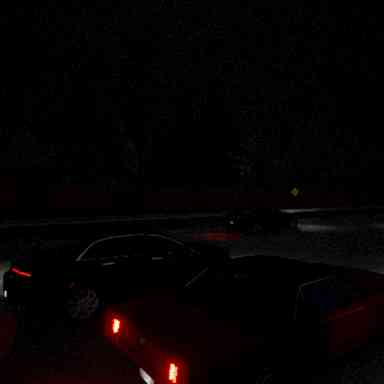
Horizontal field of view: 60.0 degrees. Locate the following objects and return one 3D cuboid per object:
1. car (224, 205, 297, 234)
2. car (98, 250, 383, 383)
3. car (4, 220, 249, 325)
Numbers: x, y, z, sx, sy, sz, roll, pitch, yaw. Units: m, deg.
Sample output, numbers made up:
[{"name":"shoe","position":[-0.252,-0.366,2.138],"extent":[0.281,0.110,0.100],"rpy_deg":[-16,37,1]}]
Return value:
[{"name":"car","position":[4.185,1.524,19.744],"extent":[5.008,1.535,1.882],"rpy_deg":[0,0,-36]},{"name":"car","position":[1.343,1.612,4.721],"extent":[4.718,1.301,1.895],"rpy_deg":[0,0,-36]},{"name":"car","position":[-1.238,1.514,7.177],"extent":[4.892,1.490,1.837],"rpy_deg":[0,0,-36]}]
